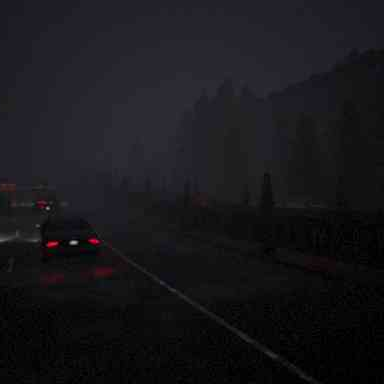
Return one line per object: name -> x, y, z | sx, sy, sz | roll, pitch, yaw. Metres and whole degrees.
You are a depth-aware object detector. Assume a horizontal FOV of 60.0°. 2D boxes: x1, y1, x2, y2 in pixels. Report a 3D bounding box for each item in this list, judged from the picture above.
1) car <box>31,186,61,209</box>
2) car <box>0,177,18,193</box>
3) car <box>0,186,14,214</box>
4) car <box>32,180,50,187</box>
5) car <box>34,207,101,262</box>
car -> -11.632, 0.701, 26.627 | 1.837, 1.490, 4.892 | 0, 6, -25
car -> -20.823, -0.919, 37.444 | 2.097, 1.767, 4.553 | 0, 7, -26
car -> -14.779, 0.723, 25.096 | 1.837, 1.490, 4.892 | 0, 6, -25
car -> -17.610, -0.725, 38.839 | 2.033, 1.411, 5.357 | 0, 7, -26
car -> -4.752, 1.566, 12.544 | 2.033, 1.411, 5.357 | 0, 1, -26
